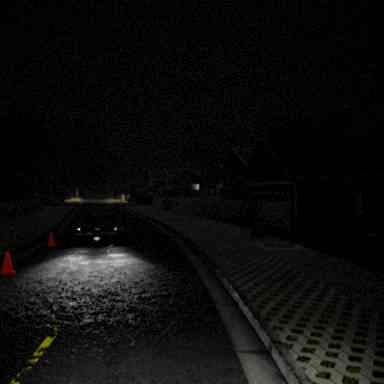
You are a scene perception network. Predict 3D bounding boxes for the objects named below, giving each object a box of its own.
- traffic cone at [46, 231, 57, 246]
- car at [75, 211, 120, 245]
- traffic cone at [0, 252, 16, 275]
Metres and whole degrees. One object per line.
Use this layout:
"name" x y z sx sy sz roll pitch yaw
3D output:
"traffic cone" -5.906 1.948 13.977 0.340 0.580 0.340 0 0 -11
"car" -4.361 1.592 15.724 1.895 1.301 4.718 0 0 -13
"traffic cone" -5.103 1.951 9.199 0.340 0.580 0.340 0 0 -8
